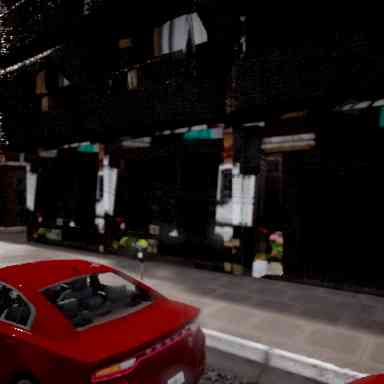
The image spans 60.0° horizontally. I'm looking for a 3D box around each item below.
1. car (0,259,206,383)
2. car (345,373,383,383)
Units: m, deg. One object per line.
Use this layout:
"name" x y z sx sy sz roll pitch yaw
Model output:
"car" -1.960 1.558 4.270 4.507 1.381 1.887 0 0 35
"car" 2.650 1.540 0.985 4.507 1.381 1.887 0 0 35
